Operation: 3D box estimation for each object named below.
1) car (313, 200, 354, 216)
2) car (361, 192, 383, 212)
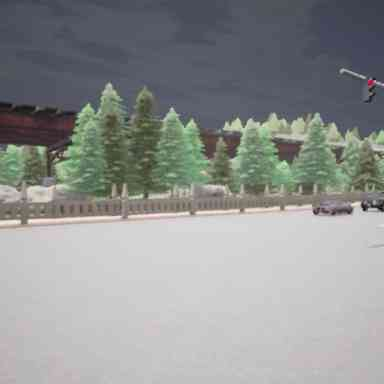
[{"bbox_3d":[12.909,1.402,30.379,4.181,1.385,1.994,0,0,-35],"label":"car"},{"bbox_3d":[20.456,1.006,35.759,5.566,2.045,2.150,0,0,-35],"label":"car"}]
